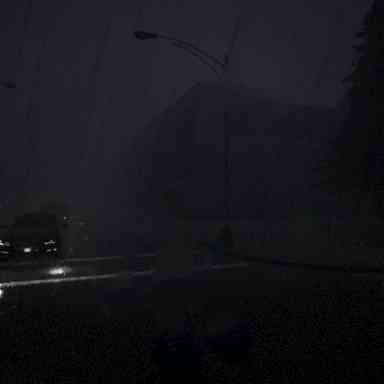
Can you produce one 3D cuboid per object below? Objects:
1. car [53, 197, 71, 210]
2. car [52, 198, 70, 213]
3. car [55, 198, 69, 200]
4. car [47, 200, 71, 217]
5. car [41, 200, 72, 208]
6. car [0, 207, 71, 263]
[{"bbox_3d":[-17.024,1.501,43.777,2.128,1.511,4.902,0,0,-20],"label":"car"},{"bbox_3d":[-15.014,1.512,38.246,1.837,1.490,4.892,0,0,-20],"label":"car"},{"bbox_3d":[-10.836,1.507,26.744,1.837,1.490,4.892,0,0,-20],"label":"car"},{"bbox_3d":[-13.010,1.569,32.736,1.994,1.385,4.181,0,0,-20],"label":"car"},{"bbox_3d":[-8.678,1.492,20.805,2.128,1.511,4.902,0,0,-20],"label":"car"},{"bbox_3d":[-5.664,1.502,12.279,1.837,1.490,4.892,0,0,-18],"label":"car"}]
